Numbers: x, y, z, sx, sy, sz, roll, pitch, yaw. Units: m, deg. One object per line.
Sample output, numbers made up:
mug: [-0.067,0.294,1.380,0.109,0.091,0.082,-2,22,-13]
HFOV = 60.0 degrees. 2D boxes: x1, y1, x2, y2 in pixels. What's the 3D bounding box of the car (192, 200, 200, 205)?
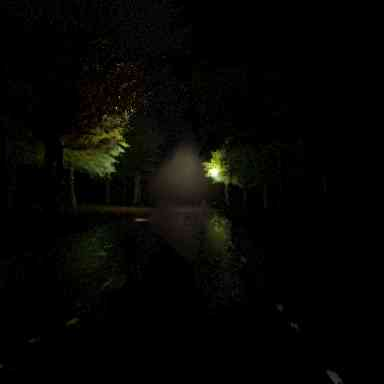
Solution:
car: [0.968,2.737,86.565,1.837,1.490,4.892,0,-1,1]
